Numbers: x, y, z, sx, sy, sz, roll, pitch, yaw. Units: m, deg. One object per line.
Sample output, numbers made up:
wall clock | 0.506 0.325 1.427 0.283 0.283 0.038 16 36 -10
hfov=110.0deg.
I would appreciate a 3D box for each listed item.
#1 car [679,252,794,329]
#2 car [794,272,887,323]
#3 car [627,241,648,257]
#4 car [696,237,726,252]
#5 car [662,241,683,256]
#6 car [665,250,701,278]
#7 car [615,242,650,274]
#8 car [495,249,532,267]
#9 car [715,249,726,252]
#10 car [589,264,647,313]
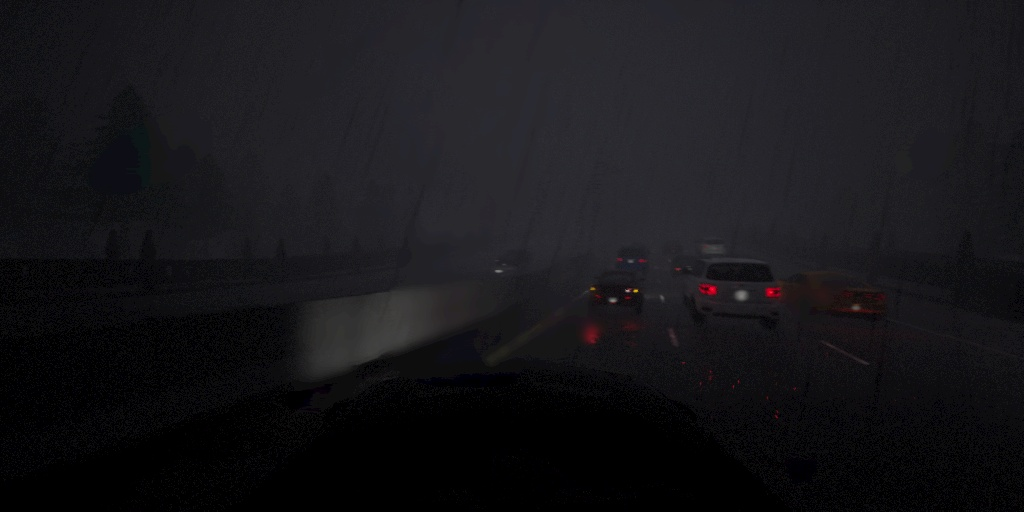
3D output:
car | 7.211 1.056 12.245 2.150 2.045 5.566 1 2 21
car | 11.314 1.310 13.154 1.882 1.535 5.008 1 3 21
car | 14.020 -0.858 39.883 1.994 1.385 4.181 1 7 21
car | 20.236 -0.980 36.564 2.150 2.045 5.566 1 7 21
car | 17.497 -0.944 39.151 1.882 1.535 5.008 1 7 21
car | 12.040 0.682 24.951 2.033 1.411 5.357 1 5 21
car | 9.079 0.229 26.962 2.150 2.045 5.566 1 6 21
car | 0.275 0.094 33.547 2.033 1.411 5.357 1 6 21
car | 15.980 0.572 25.400 1.812 1.442 4.674 1 5 21
car | 4.260 1.272 14.331 1.812 1.442 4.674 1 1 21
